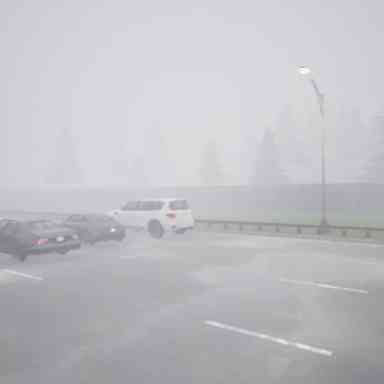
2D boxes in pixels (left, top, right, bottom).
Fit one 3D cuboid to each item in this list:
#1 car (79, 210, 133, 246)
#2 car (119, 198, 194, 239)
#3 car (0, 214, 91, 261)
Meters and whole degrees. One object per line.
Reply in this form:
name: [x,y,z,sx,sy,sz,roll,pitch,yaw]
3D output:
car: [-5.196,1.710,16.210,4.181,1.385,1.994,-1,0,36]
car: [-2.503,1.362,18.574,5.566,2.045,2.150,0,0,36]
car: [-6.545,1.684,12.859,5.357,1.411,2.033,-1,0,36]
